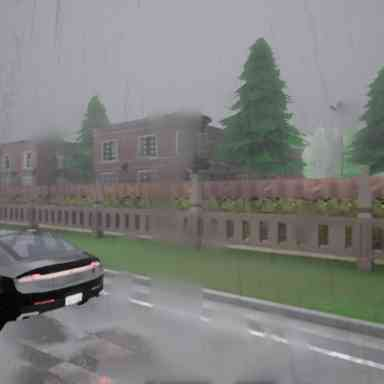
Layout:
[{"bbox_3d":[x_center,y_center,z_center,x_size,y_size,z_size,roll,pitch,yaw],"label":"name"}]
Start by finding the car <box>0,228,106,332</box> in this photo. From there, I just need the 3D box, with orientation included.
[{"bbox_3d":[-3.864,1.500,6.737,4.902,1.511,2.128,0,0,36],"label":"car"}]
